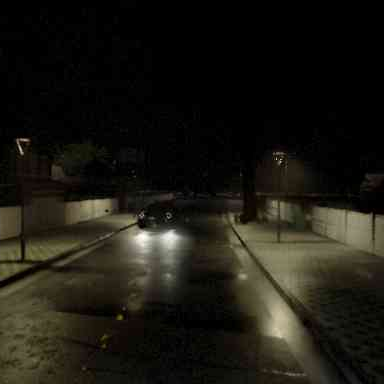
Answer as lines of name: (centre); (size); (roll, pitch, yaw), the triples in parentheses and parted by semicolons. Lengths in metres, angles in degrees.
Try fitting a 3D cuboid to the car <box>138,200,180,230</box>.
car: (-2.017, 1.352, 21.227); (2.097, 1.767, 4.553); (0, 0, 4)
